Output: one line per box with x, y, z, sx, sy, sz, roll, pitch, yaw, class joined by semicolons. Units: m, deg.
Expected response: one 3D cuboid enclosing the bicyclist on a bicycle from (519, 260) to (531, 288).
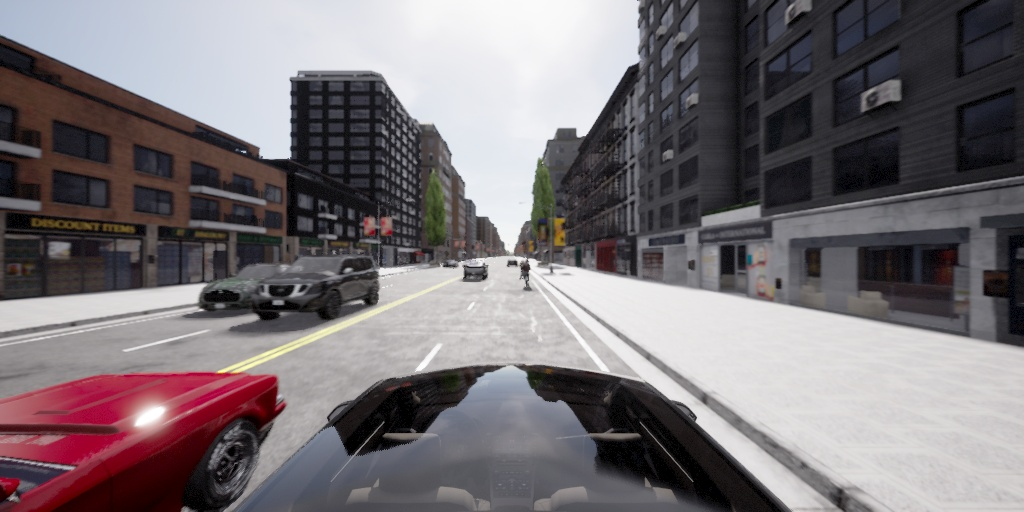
0.904;1.105;22.588;0.659;1.776;1.843;0;0;0;bicyclist on a bicycle

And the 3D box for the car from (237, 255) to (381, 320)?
-6.594;0.964;12.884;2.150;2.045;5.566;0;0;0;car

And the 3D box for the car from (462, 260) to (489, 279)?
-3.135;1.217;31.758;2.128;1.511;4.902;0;0;0;car

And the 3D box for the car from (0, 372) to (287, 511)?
-3.151;1.351;1.376;1.895;1.301;4.718;0;0;0;car

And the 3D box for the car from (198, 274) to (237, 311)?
-9.842;1.093;14.328;2.097;1.767;4.553;0;0;0;car

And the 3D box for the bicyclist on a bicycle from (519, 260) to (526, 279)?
0.908;1.179;31.575;0.582;1.620;1.656;0;0;0;bicyclist on a bicycle

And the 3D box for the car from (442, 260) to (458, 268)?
-9.770;1.259;57.185;1.994;1.385;4.181;0;0;1;car

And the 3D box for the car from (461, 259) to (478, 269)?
-6.520;1.245;55.494;2.033;1.411;5.357;0;0;1;car
